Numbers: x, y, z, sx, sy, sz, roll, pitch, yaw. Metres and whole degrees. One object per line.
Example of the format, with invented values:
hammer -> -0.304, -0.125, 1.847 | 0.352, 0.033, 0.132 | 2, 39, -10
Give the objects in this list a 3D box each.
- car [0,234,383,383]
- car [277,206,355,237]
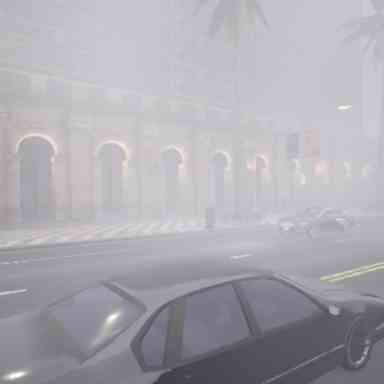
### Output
car -> 0.230, 1.544, 3.910 | 5.357, 1.411, 2.033 | 0, 0, -35
car -> 6.453, 1.468, 17.184 | 4.902, 1.511, 2.128 | 0, 0, -35
